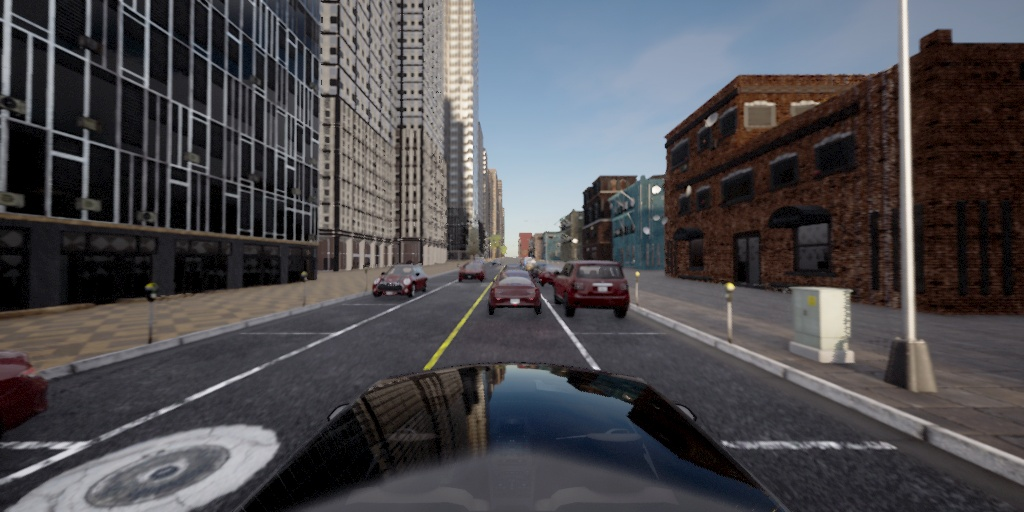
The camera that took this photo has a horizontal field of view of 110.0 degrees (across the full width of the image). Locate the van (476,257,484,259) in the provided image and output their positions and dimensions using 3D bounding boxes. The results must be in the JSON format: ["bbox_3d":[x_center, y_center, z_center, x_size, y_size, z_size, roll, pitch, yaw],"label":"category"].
[{"bbox_3d":[-5.693,1.099,62.186,1.690,1.789,3.998,0,0,0],"label":"van"}]

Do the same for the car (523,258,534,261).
[{"bbox_3d":[2.689,1.286,45.926,1.751,1.417,4.829,0,0,0],"label":"car"}]

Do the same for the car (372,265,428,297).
[{"bbox_3d":[-5.690,1.199,18.625,1.967,1.591,4.097,0,0,0],"label":"car"}]

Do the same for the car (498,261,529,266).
[{"bbox_3d":[0.100,1.324,29.947,1.994,1.385,4.181,0,0,0],"label":"car"}]

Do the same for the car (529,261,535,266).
[{"bbox_3d":[2.690,1.326,29.721,1.948,1.339,4.313,0,0,0],"label":"car"}]

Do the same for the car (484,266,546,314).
[{"bbox_3d":[0.100,1.283,13.774,1.812,1.442,4.674,0,0,0],"label":"car"}]

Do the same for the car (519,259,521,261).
[{"bbox_3d":[2.688,1.198,62.190,1.967,1.591,4.097,0,0,0],"label":"car"}]

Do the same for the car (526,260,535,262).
[{"bbox_3d":[2.690,1.326,35.265,1.948,1.339,4.313,0,0,0],"label":"car"}]

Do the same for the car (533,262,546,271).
[{"bbox_3d":[2.690,1.305,24.175,1.888,1.381,4.507,0,0,0],"label":"car"}]

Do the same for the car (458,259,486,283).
[{"bbox_3d":[-3.100,1.238,28.684,1.882,1.535,5.008,0,0,0],"label":"car"}]

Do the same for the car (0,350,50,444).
[{"bbox_3d":[-5.689,1.332,1.987,1.802,1.307,4.207,0,0,0],"label":"car"}]

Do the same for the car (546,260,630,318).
[{"bbox_3d":[2.691,1.072,13.083,2.192,1.841,5.009,0,0,0],"label":"car"}]

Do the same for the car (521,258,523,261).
[{"bbox_3d":[2.689,1.310,51.234,2.007,1.370,4.403,0,0,0],"label":"car"}]
